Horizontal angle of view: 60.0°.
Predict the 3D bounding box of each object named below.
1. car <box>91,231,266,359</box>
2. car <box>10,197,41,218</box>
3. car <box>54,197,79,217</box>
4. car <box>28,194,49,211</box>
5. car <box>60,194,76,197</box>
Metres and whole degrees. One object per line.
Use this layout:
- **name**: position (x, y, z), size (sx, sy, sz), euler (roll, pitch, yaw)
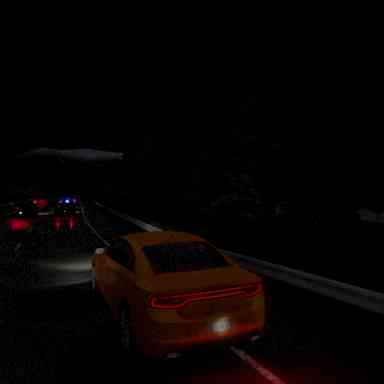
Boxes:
- **car**: position (-0.677, 1.478, 6.302), size (1.882, 1.535, 5.008), euler (0, 0, -25)
- **car**: position (-15.157, 1.504, 30.132), size (1.837, 1.490, 4.892), euler (0, 0, -19)
- **car**: position (-11.984, 1.491, 31.525), size (2.128, 1.511, 4.902), euler (0, 0, -19)
- **car**: position (-18.583, 1.220, 40.026), size (2.150, 2.045, 5.566), euler (0, 0, -19)
- **car**: position (-15.419, 1.220, 41.425), size (2.150, 2.045, 5.566), euler (0, 0, -18)
